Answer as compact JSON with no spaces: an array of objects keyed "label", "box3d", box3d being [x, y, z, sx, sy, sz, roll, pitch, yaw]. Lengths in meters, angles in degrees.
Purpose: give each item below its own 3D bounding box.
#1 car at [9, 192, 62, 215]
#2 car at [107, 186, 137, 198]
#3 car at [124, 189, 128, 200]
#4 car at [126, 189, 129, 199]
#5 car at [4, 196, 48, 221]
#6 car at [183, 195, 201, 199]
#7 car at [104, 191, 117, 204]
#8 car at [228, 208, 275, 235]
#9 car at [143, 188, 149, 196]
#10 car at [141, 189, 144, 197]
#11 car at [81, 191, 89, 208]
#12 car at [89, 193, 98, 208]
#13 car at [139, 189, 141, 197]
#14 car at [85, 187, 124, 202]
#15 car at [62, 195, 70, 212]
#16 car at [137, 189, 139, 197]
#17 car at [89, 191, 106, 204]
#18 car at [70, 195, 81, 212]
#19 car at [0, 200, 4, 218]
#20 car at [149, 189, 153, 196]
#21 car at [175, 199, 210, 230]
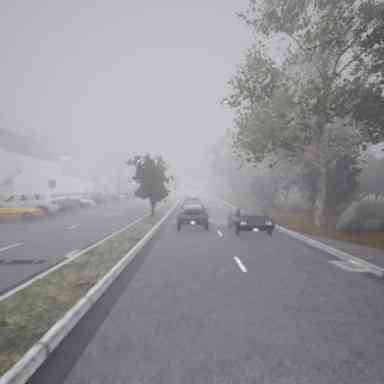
[{"label":"car","box3d":[-13.929,1.077,27.259,5.566,2.045,2.435,-1,1,-20]},{"label":"car","box3d":[-14.004,0.437,63.266,5.566,2.045,2.435,-1,1,-20]},{"label":"car","box3d":[-13.783,0.835,54.354,5.366,1.575,1.946,-1,1,-20]},{"label":"car","box3d":[-14.136,0.790,57.219,5.366,1.575,1.946,-1,1,-20]},{"label":"car","box3d":[-13.722,1.358,24.335,5.366,1.575,1.946,-1,0,-20]},{"label":"car","box3d":[-0.005,1.123,38.828,2.128,1.511,4.902,0,1,0]},{"label":"car","box3d":[-13.918,0.986,48.300,4.792,1.488,2.163,-1,1,-20]},{"label":"car","box3d":[3.054,1.509,18.168,1.895,1.301,4.718,0,0,0]},{"label":"car","box3d":[-14.042,0.192,81.275,5.566,2.045,2.435,-1,1,-20]},{"label":"car","box3d":[-14.009,0.518,75.291,4.892,1.521,2.231,-1,1,-20]},{"label":"car","box3d":[-13.951,1.064,36.272,4.553,1.767,2.185,-1,1,-20]},{"label":"car","box3d":[-13.928,1.175,39.285,4.674,1.452,2.002,-1,1,-20]},{"label":"car","box3d":[-14.029,0.431,72.279,4.553,1.767,2.185,-1,1,-20]},{"label":"car","box3d":[-13.930,0.648,51.298,5.566,2.045,2.435,-1,1,-20]},{"label":"car","box3d":[-13.932,1.316,30.261,4.792,1.488,2.163,-1,1,-20]},{"label":"car","box3d":[-13.960,0.471,69.294,4.553,1.767,2.185,-1,1,-20]},{"label":"car","box3d":[-13.925,1.077,42.284,5.008,1.535,2.097,-1,1,-20]},{"label":"car","box3d":[-13.915,1.283,33.286,4.674,1.452,2.002,-1,1,-20]},{"label":"car","box3d":[-13.859,1.172,18.279,5.566,2.045,2.435,-1,0,-20]},{"label":"car","box3d":[-14.038,0.084,90.288,5.566,2.045,2.435,-1,1,-20]},{"label":"car","box3d":[0.043,1.396,20.529,1.837,1.490,4.892,0,0,0]}]
